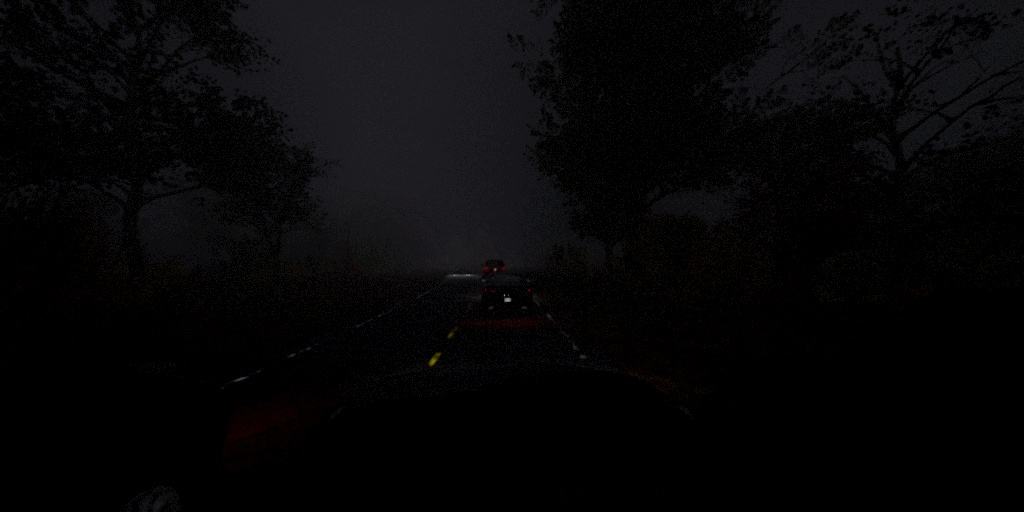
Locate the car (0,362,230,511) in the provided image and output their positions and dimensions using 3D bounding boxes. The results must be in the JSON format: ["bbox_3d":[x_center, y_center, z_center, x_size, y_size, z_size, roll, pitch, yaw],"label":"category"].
[{"bbox_3d":[-3.077,1.250,0.713,1.837,1.490,4.892,0,-1,0],"label":"car"}]

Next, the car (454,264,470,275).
[{"bbox_3d":[-6.919,1.816,49.600,1.812,1.442,4.674,0,-1,-9],"label":"car"}]

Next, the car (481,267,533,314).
[{"bbox_3d":[-0.244,1.371,14.718,1.882,1.535,5.008,0,-1,-2],"label":"car"}]

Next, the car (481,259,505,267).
[{"bbox_3d":[-1.810,1.341,35.094,2.150,2.045,5.566,0,-1,-6],"label":"car"}]
